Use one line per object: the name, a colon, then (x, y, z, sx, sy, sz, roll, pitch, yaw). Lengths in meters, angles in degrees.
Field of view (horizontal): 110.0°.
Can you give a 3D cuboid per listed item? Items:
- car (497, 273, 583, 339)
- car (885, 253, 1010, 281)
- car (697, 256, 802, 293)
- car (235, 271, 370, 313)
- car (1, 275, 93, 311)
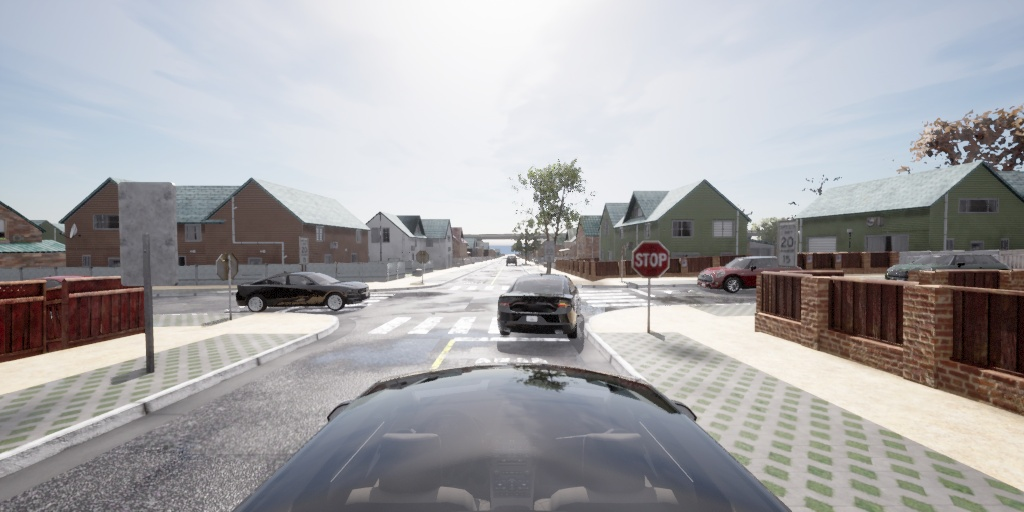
car: (0.949, 1.224, 10.262, 1.882, 1.535, 5.008, 0, 0, 12)
car: (21.684, 0.646, 17.966, 4.553, 1.767, 2.097, -1, 2, 0)
car: (11.789, 0.820, 17.884, 4.553, 1.767, 2.097, -1, 2, 0)
car: (-8.483, 1.377, 14.778, 5.008, 1.535, 1.882, -1, 2, 0)
car: (-18.035, 1.547, 14.705, 5.008, 1.535, 1.882, -1, 2, 0)
